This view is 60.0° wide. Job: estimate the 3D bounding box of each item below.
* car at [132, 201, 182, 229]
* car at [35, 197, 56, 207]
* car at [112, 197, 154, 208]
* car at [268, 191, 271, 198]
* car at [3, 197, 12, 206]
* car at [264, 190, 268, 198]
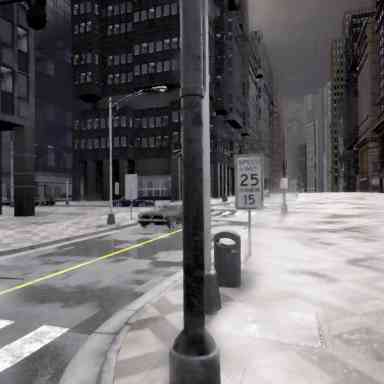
[{"bbox_3d":[-1.352,1.330,19.596,1.895,1.301,4.718,-1,1,21],"label":"car"},{"bbox_3d":[-19.061,1.267,40.561,4.718,1.301,1.895,-1,0,19],"label":"car"},{"bbox_3d":[-6.389,1.143,36.254,4.718,1.301,1.895,-1,0,18],"label":"car"},{"bbox_3d":[14.603,0.411,66.634,2.128,1.511,4.902,-1,1,19],"label":"car"},{"bbox_3d":[-27.450,1.327,46.803,4.181,1.385,1.994,0,0,19],"label":"car"},{"bbox_3d":[11.228,0.632,56.940,1.994,1.385,4.181,-1,1,19],"label":"car"}]
